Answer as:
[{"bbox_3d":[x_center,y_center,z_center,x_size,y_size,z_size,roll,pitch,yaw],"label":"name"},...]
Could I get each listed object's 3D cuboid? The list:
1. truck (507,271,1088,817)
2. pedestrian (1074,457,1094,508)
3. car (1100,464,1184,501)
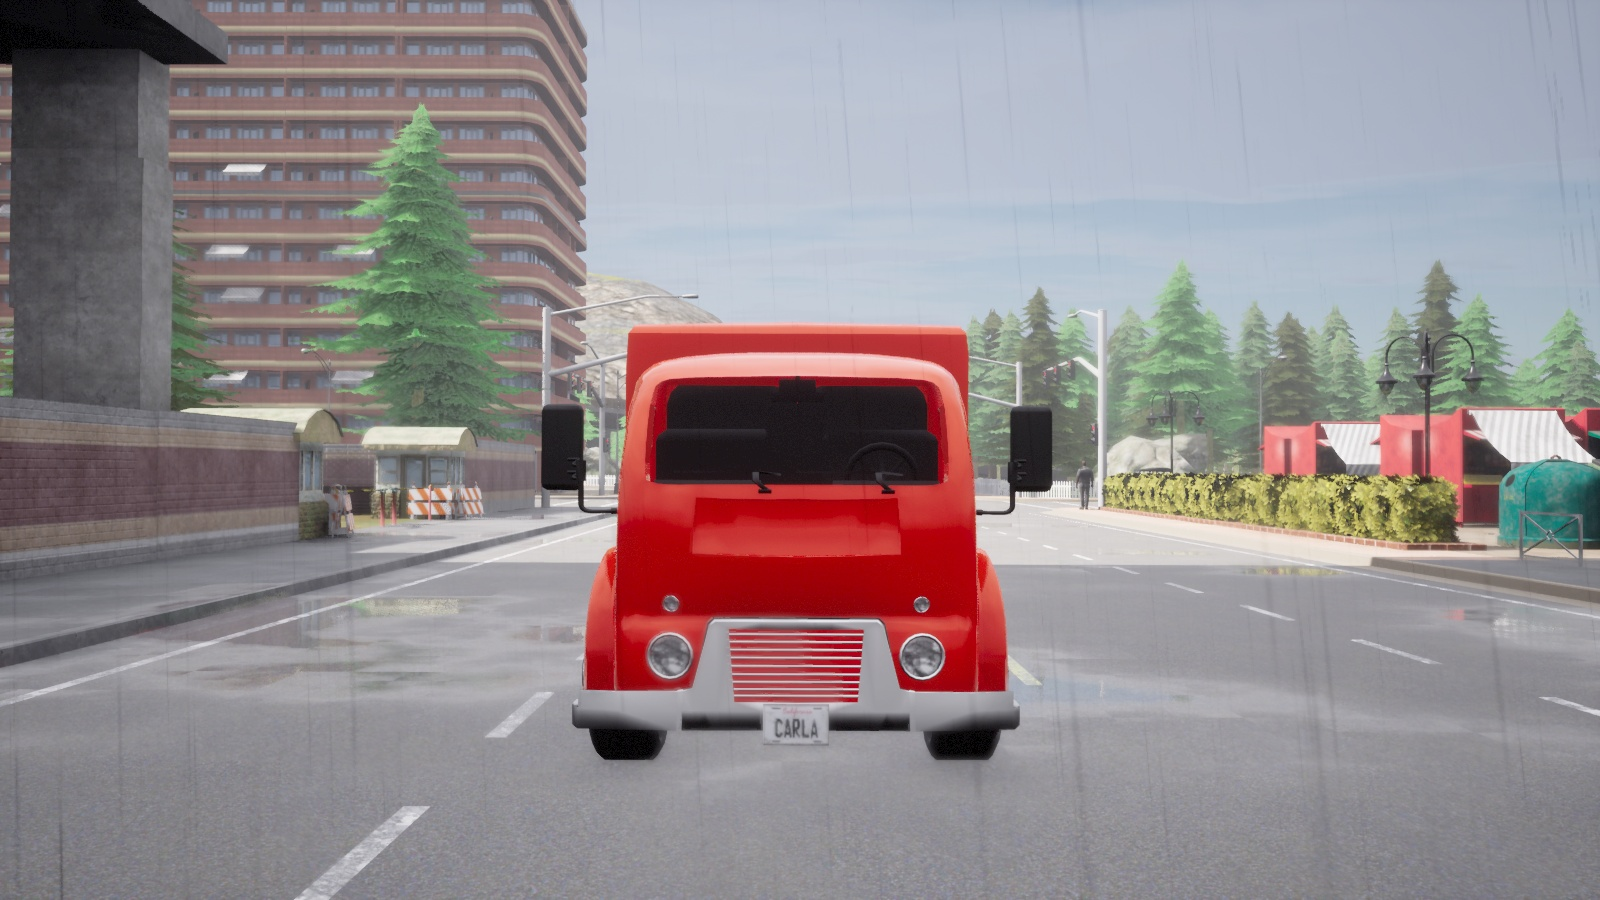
[{"bbox_3d":[-0.022,0.467,8.307,2.627,2.467,5.204,0,-1,0],"label":"truck"},{"bbox_3d":[10.594,1.210,46.794,0.563,1.883,0.849,0,-1,2],"label":"pedestrian"},{"bbox_3d":[17.762,1.690,65.387,3.866,1.878,1.905,0,-1,0],"label":"car"}]
